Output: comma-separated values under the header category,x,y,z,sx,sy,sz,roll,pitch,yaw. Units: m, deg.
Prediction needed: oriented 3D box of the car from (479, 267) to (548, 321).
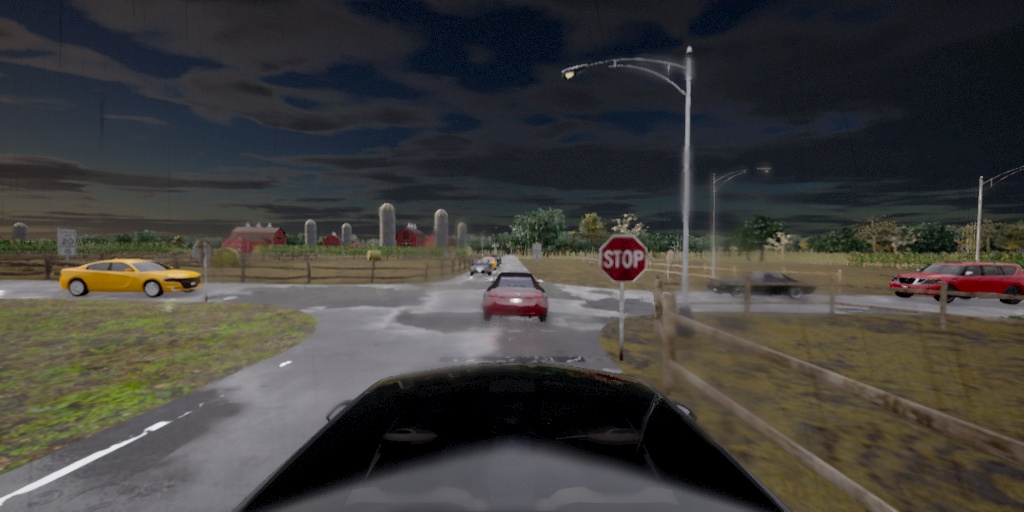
category,x,y,z,sx,sy,sz,roll,pitch,yaw
car,0.116,1.255,12.201,1.994,1.385,4.181,1,0,0

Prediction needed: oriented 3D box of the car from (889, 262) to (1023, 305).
category,x,y,z,sx,sy,sz,roll,pitch,yaw
car,23.215,1.322,18.710,5.566,2.045,2.150,1,1,0

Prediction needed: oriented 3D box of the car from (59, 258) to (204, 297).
category,x,y,z,sx,sy,sz,roll,pitch,yaw
car,-16.319,0.880,15.553,5.008,1.535,1.882,1,1,0

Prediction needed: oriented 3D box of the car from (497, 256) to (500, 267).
category,x,y,z,sx,sy,sz,roll,pitch,yaw
car,-2.819,0.885,42.538,1.882,1.535,5.008,0,1,0

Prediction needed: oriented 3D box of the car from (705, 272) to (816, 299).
category,x,y,z,sx,sy,sz,roll,pitch,yaw
car,12.760,1.474,18.664,4.718,1.301,1.895,1,1,0

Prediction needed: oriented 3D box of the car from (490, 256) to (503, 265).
category,x,y,z,sx,sy,sz,roll,pitch,yaw
car,-2.729,0.762,63.206,2.033,1.411,5.357,0,1,0

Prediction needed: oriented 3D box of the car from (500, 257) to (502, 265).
category,x,y,z,sx,sy,sz,roll,pitch,yaw
car,-2.804,0.879,52.590,1.994,1.385,4.181,0,1,0

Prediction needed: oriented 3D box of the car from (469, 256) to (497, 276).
category,x,y,z,sx,sy,sz,roll,pitch,yaw
car,-2.792,0.983,33.142,2.128,1.511,4.902,0,0,-1
